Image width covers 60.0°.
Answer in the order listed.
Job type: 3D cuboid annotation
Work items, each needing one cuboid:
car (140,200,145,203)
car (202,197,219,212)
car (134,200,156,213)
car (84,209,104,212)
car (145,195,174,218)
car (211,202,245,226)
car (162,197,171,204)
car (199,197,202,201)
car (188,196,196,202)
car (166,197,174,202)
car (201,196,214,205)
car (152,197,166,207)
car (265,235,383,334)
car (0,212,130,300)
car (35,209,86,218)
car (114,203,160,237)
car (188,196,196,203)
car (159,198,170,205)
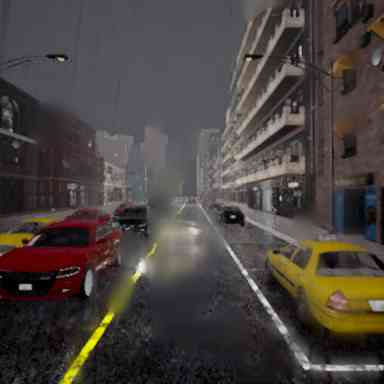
[{"bbox_3d":[-5.695,1.655,29.541,1.887,1.381,4.507,0,0,0],"label":"car"},{"bbox_3d":[2.681,1.715,40.932,2.008,1.369,4.403,0,0,0],"label":"car"},{"bbox_3d":[-5.700,1.712,40.933,2.008,1.369,4.403,0,0,0],"label":"car"},{"bbox_3d":[-5.691,1.609,18.148,1.887,1.381,4.507,0,0,0],"label":"car"},{"bbox_3d":[-3.093,1.344,31.628,2.150,2.045,5.566,0,0,0],"label":"car"},{"bbox_3d":[2.687,1.656,23.842,1.947,1.339,4.313,0,0,0],"label":"car"},{"bbox_3d":[-5.713,1.917,75.112,1.802,1.307,4.206,0,0,0],"label":"car"},{"bbox_3d":[2.678,1.534,52.327,2.192,1.841,5.009,0,0,0],"label":"car"},{"bbox_3d":[-0.030,1.834,86.528,2.033,1.411,5.357,0,0,0],"label":"car"},{"bbox_3d":[-5.717,1.966,86.506,1.947,1.339,4.313,0,0,0],"label":"car"},{"bbox_3d":[2.679,1.631,46.629,1.967,1.590,4.097,0,0,0],"label":"car"},{"bbox_3d":[-5.705,1.685,58.024,1.967,1.590,4.097,0,0,0],"label":"car"},{"bbox_3d":[2.694,1.550,6.923,1.752,1.417,4.829,0,0,0],"label":"car"},{"bbox_3d":[-3.101,1.507,8.687,1.882,1.535,5.008,0,0,0],"label":"car"},{"bbox_3d":[-5.689,1.567,12.280,1.752,1.417,4.829,0,0,0],"label":"car"},{"bbox_3d":[-3.103,1.571,18.504,1.837,1.490,4.892,0,0,0],"label":"car"},{"bbox_3d":[-0.027,1.878,76.103,2.033,1.411,5.357,0,0,0],"label":"car"},{"bbox_3d":[-5.711,1.870,69.416,1.947,1.339,4.313,0,0,0],"label":"car"}]
